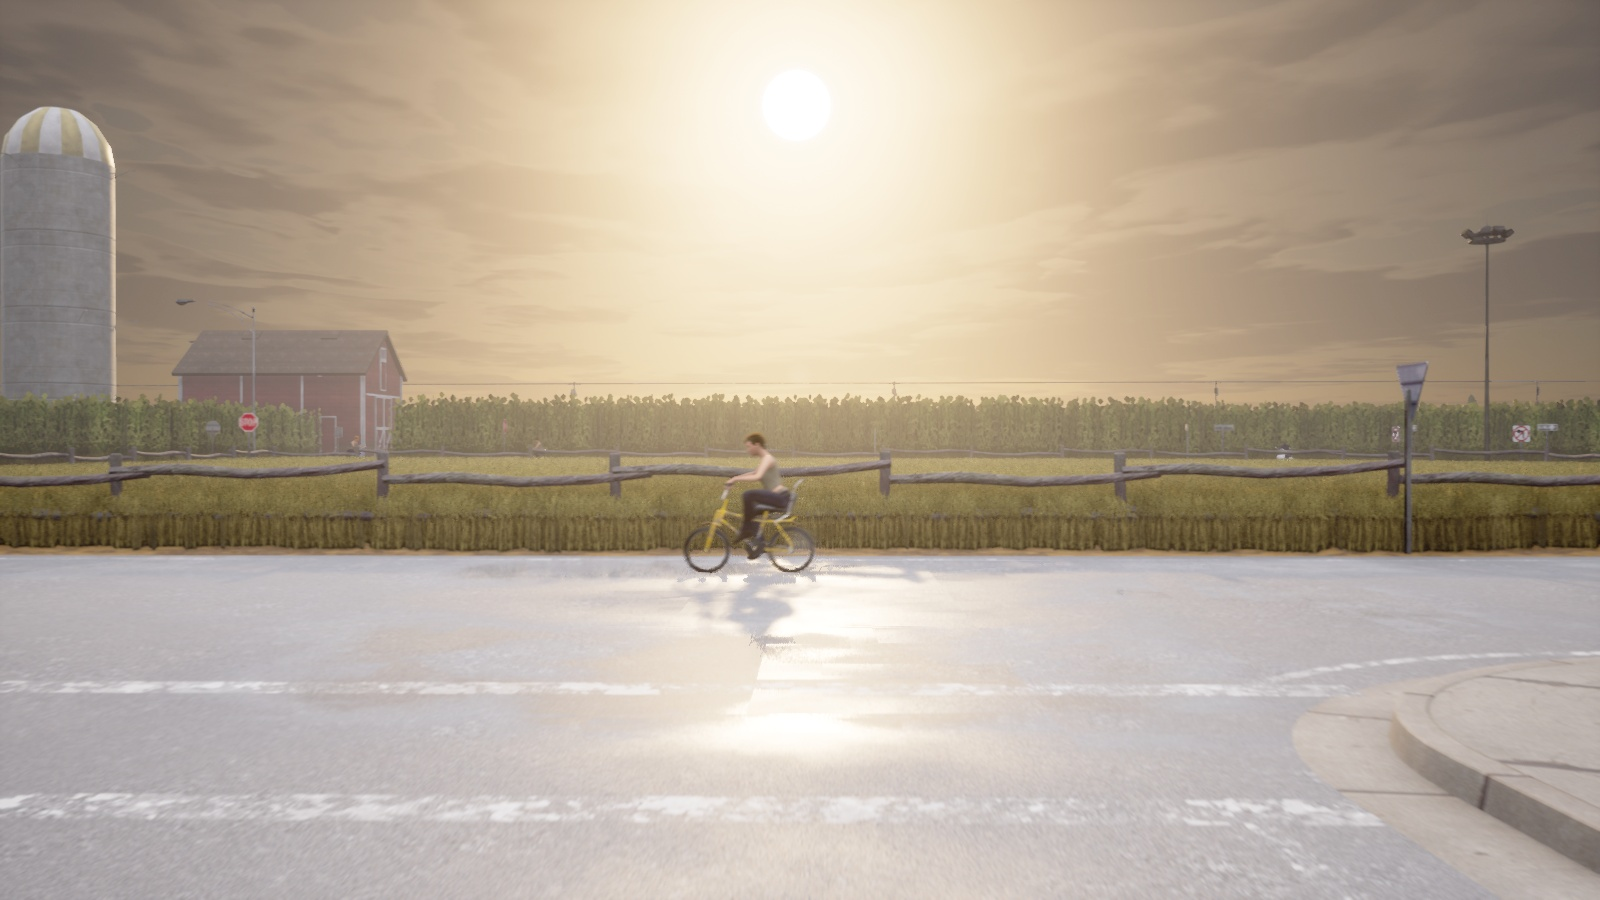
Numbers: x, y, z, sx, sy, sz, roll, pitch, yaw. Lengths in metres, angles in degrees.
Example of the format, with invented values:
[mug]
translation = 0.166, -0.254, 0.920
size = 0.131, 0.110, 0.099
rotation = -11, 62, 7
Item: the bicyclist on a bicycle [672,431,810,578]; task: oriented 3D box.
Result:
[bicyclist on a bicycle]
translation = -0.643, 0.599, 14.188
size = 1.509, 1.612, 0.866
rotation = 0, 0, 1
